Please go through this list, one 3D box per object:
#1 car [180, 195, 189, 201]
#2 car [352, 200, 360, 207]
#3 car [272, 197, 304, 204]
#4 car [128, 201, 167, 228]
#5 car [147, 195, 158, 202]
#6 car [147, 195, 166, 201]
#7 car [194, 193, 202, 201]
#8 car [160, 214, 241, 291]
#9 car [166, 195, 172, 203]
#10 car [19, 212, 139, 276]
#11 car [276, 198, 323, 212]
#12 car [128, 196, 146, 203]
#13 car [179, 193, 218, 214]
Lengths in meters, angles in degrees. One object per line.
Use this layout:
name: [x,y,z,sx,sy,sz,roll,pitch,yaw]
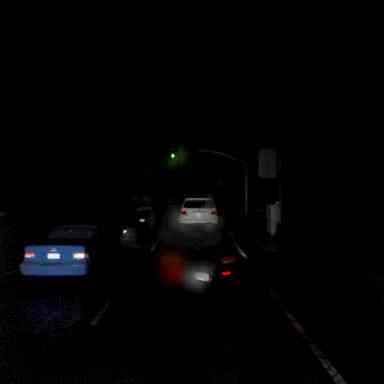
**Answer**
car: [-1.879,1.451,86.325,2.033,1.411,5.357,0,1,1]
car: [22.664,1.553,40.388,5.008,1.535,1.882,0,0,-2]
car: [12.788,1.430,43.531,4.553,1.767,2.097,0,0,-2]
car: [-3.026,1.584,22.855,1.812,1.442,4.674,0,0,1]
car: [-9.057,1.515,76.951,1.882,1.535,5.008,0,1,1]
car: [-6.036,1.568,56.982,1.882,1.535,5.008,0,0,2]
car: [1.631,1.261,86.991,2.097,1.767,4.553,0,1,1]
car: [0.217,1.562,9.036,1.812,1.442,4.674,0,0,1]
car: [-5.783,1.655,66.499,1.994,1.385,4.181,0,0,3]
car: [-3.266,1.588,10.480,2.033,1.411,5.357,0,0,1]
car: [13.063,1.675,40.039,4.718,1.301,1.895,0,0,-2]
car: [-9.552,1.616,56.424,1.812,1.442,4.674,0,0,1]
car: [0.409,1.280,20.190,2.150,2.045,5.566,0,0,1]
